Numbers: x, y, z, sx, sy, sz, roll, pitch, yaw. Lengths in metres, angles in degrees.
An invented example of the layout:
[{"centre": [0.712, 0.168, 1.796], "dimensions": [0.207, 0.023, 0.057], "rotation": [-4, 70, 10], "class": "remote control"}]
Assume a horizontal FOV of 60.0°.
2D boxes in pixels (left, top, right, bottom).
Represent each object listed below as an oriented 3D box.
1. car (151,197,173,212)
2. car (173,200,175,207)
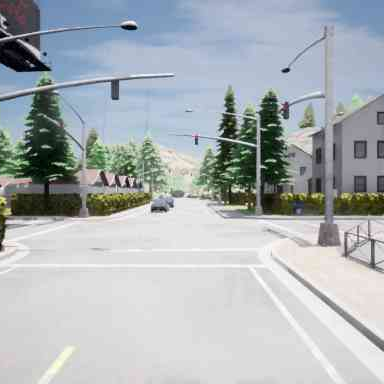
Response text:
[{"centre": [-3.623, 1.547, 38.459], "dimensions": [2.033, 1.411, 5.357], "rotation": [0, 0, 0], "class": "car"}, {"centre": [-3.611, 1.477, 48.742], "dimensions": [1.882, 1.535, 5.008], "rotation": [0, 0, 0], "class": "car"}]
